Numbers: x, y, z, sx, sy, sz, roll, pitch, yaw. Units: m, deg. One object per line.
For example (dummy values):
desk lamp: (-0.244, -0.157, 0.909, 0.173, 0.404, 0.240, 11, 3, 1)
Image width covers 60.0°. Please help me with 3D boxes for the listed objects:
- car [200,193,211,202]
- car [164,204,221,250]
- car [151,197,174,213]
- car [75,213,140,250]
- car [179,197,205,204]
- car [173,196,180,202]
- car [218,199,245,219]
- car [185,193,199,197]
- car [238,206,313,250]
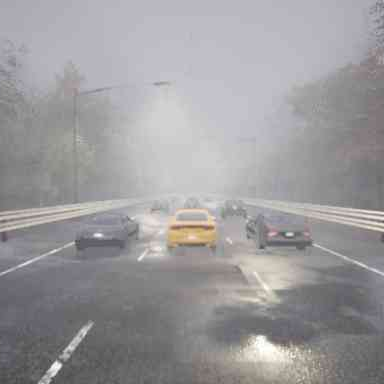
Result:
car: (3.520, 1.562, 77.730, 2.033, 1.411, 5.357, 0, 0, 0)
car: (0.004, 1.490, 14.439, 1.882, 1.535, 5.008, 0, 0, 0)
car: (-3.489, 1.572, 37.483, 2.033, 1.411, 5.357, 0, 0, 0)
car: (-3.493, 1.577, 14.389, 1.994, 1.385, 4.181, 0, 0, 0)
car: (0.011, 1.571, 35.482, 2.033, 1.411, 5.357, 0, 0, 0)
car: (-3.481, 1.564, 71.470, 2.033, 1.411, 5.357, 0, 0, 0)
car: (3.509, 1.372, 29.387, 2.097, 1.767, 4.553, 0, 0, 0)
car: (0.018, 1.503, 67.683, 1.882, 1.535, 5.008, 0, 0, 0)
car: (3.505, 1.560, 14.413, 2.033, 1.411, 5.357, 0, 0, 0)
